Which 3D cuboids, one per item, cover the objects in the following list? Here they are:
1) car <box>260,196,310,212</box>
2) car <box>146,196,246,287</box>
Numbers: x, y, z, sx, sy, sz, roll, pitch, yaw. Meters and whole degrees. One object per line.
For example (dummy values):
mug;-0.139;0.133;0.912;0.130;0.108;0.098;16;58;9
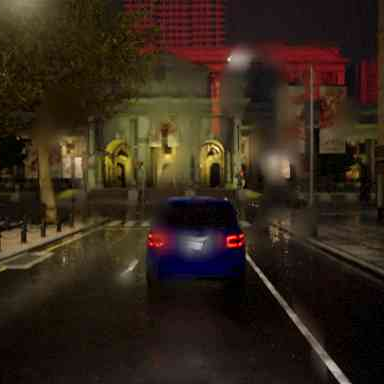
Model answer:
car;9.039;1.098;32.469;4.902;1.511;2.128;0;0;-11
car;0.106;1.110;9.121;2.150;2.045;5.566;0;1;1
